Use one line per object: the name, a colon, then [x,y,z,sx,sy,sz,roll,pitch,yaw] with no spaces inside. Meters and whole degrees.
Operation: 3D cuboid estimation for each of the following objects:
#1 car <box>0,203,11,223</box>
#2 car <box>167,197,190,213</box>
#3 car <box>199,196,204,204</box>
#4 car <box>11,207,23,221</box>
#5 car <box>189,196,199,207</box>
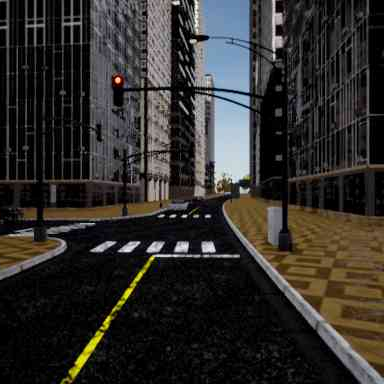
car: [-17.393,1.509,25.620,5.566,2.045,2.150,-1,0,9]
car: [-1.597,1.560,36.867,1.895,1.301,4.718,0,0,4]
car: [1.242,1.445,63.767,2.033,1.411,5.357,0,0,8]
car: [-16.497,1.842,28.019,4.403,1.369,2.008,-1,1,10]
car: [-0.548,1.424,48.646,2.128,1.511,4.902,0,0,6]
